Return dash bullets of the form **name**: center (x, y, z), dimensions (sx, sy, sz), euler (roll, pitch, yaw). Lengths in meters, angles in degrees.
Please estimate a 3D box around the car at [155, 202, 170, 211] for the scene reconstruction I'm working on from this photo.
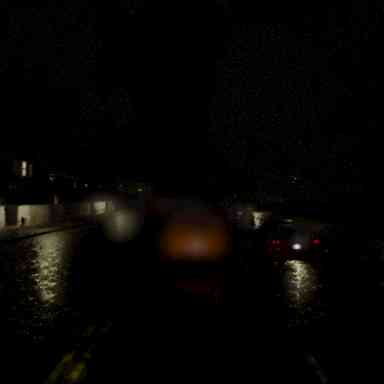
- **car**: center (-4.787, 2.315, 54.852), dimensions (1.882, 1.535, 5.008), euler (0, -1, 4)

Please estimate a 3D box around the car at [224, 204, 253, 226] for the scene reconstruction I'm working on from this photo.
- **car**: center (3.767, 1.752, 27.105), dimensions (2.097, 1.767, 4.553), euler (0, -1, 2)

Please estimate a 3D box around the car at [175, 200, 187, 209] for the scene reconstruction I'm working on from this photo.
- **car**: center (-1.539, 2.184, 54.724), dimensions (2.097, 1.767, 4.553), euler (0, -1, 4)

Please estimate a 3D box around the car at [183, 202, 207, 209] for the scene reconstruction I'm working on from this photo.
- **car**: center (0.568, 1.899, 28.401), dimensions (1.882, 1.535, 5.008), euler (0, 0, 2)

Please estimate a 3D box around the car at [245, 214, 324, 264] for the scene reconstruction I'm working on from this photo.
- **car**: center (3.422, 1.751, 12.675), dimensions (1.994, 1.385, 4.181), euler (0, -1, 2)

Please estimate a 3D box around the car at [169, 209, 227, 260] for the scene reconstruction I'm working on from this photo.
- **car**: center (0.190, 1.675, 13.438), dimensions (1.882, 1.535, 5.008), euler (0, -1, 2)
